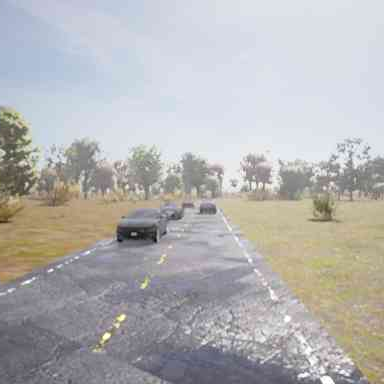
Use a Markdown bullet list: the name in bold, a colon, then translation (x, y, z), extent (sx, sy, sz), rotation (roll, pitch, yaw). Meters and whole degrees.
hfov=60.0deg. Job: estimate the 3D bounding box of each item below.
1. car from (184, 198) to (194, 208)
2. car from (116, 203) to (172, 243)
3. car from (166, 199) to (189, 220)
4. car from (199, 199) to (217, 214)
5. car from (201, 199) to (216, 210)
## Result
- **car**: translation (-0.682, 1.711, 52.172), extent (1.882, 1.535, 5.008), rotation (0, 0, 3)
- **car**: translation (-2.368, 1.556, 16.791), extent (1.882, 1.535, 5.008), rotation (0, 0, 3)
- **car**: translation (-1.733, 1.629, 29.644), extent (2.128, 1.511, 4.902), rotation (0, 0, 3)
- **car**: translation (1.848, 1.667, 38.151), extent (2.128, 1.511, 4.902), rotation (0, 0, 3)
- **car**: translation (2.341, 1.765, 48.445), extent (2.033, 1.411, 5.357), rotation (0, 0, 3)
